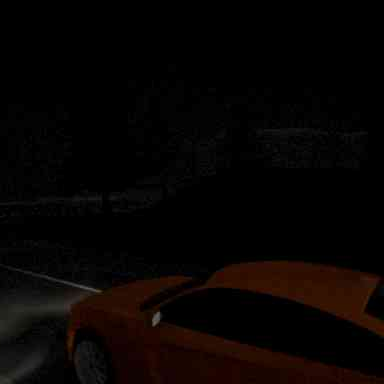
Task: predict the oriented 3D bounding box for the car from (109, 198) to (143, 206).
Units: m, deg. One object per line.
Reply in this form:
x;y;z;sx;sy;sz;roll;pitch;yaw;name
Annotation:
-8.925;1.430;43.463;4.718;1.301;1.895;0;0;-40;car

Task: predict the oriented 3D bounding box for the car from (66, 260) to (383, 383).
0.743;1.474;3.407;5.008;1.535;1.882;0;0;36;car
